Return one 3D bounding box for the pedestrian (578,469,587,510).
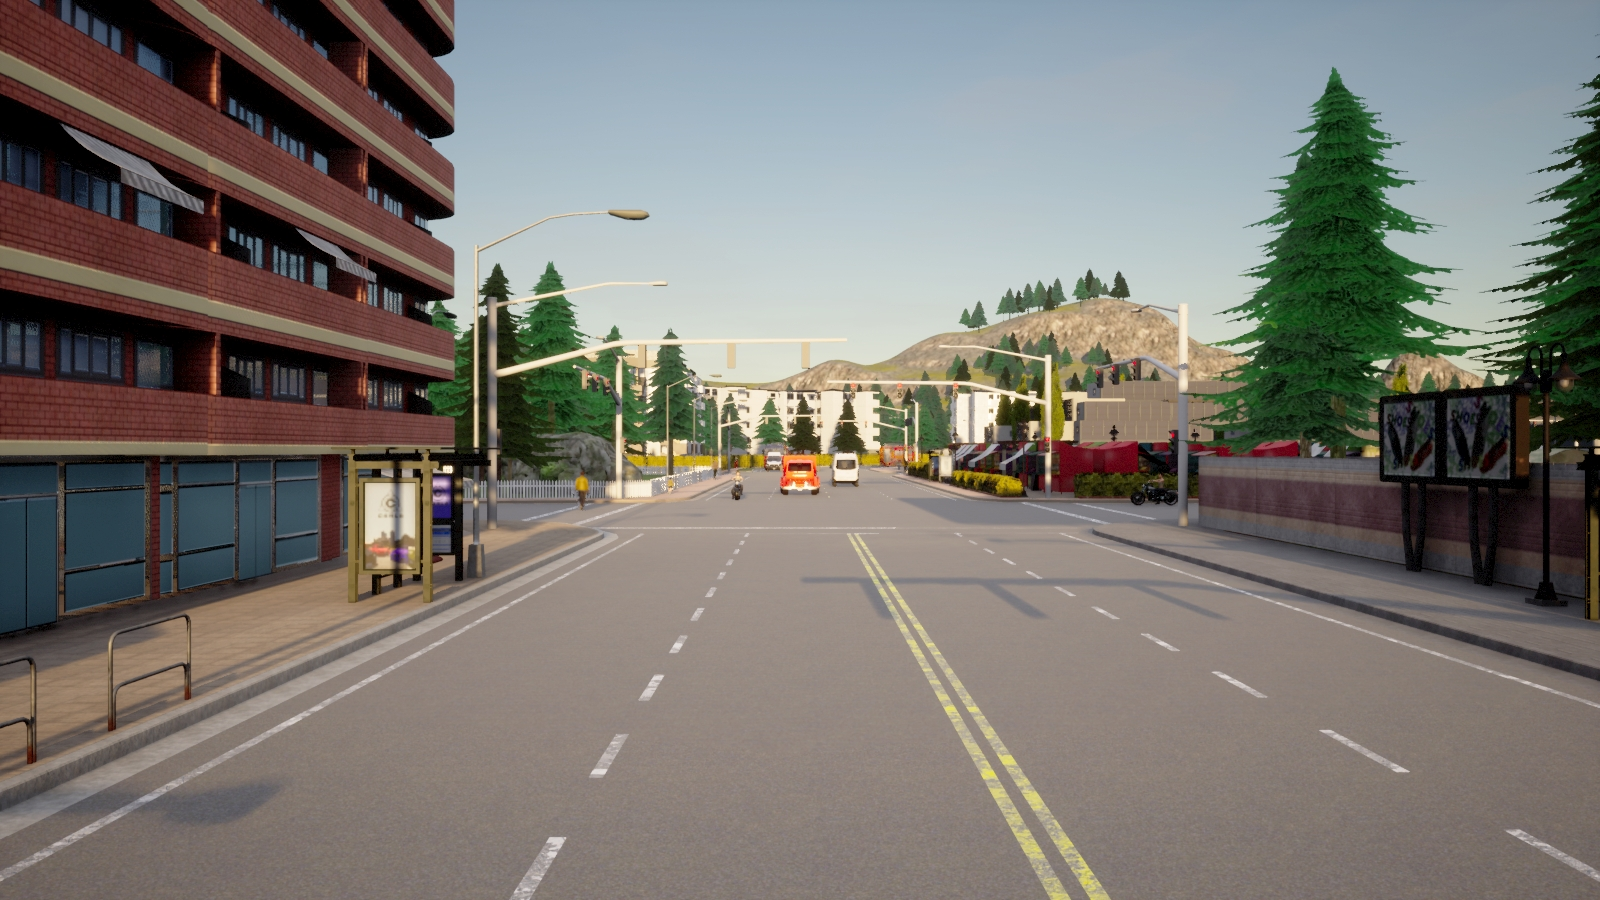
[{"bbox_3d":[-9.882,1.795,51.867,0.375,1.860,0.375,0,0,-7],"label":"pedestrian"}]

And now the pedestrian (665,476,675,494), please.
[{"bbox_3d":[-7.737,2.079,68.027,0.500,1.100,0.500,0,0,0],"label":"pedestrian"}]

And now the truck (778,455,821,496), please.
[{"bbox_3d":[-0.006,1.572,72.542,2.627,2.467,5.204,0,0,0],"label":"truck"}]

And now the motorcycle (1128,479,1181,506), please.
[{"bbox_3d":[17.582,2.102,56.689,2.356,1.307,0.764,0,0,0],"label":"motorcycle"}]
